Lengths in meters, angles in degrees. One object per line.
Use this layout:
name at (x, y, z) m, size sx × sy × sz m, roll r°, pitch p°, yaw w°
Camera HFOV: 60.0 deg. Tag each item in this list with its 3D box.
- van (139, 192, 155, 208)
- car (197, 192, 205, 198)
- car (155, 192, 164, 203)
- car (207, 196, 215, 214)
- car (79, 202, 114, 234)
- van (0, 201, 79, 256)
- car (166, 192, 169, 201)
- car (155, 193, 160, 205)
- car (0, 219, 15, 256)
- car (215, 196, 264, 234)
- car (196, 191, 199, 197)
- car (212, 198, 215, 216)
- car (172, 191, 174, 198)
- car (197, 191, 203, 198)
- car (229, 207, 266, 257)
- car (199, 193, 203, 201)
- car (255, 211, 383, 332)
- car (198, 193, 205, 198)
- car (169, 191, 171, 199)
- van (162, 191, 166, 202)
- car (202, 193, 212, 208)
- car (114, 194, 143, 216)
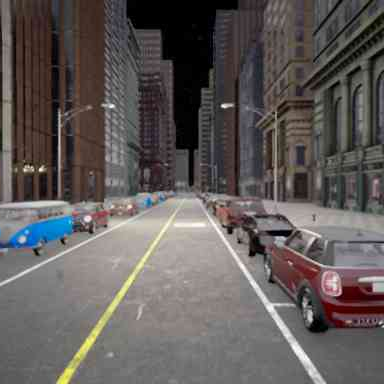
van at (-5.914, 1.042, 40.524) m, size 1.690 × 1.788 × 3.998 m, roll 0°, pitch 0°, yaw 0°
car at (2.420, 0.782, 91.290) m, size 1.967 × 1.590 × 4.097 m, roll 0°, pitch 0°, yaw 0°
car at (-5.956, 1.170, 51.798) m, size 2.008 × 1.369 × 4.403 m, roll 0°, pitch 0°, yaw 0°
car at (2.654, 1.345, 29.293) m, size 1.947 × 1.339 × 4.313 m, roll 0°, pitch 0°, yaw 0°
car at (-5.829, 1.308, 17.979) m, size 1.967 × 1.590 × 4.097 m, roll 0°, pitch 0°, yaw 0°
van at (-5.809, 1.251, 12.341) m, size 1.690 × 1.788 × 3.998 m, roll 0°, pitch 0°, yaw 0°
car at (-5.999, 0.981, 63.070) m, size 1.967 × 1.590 × 4.097 m, roll 0°, pitch 0°, yaw 0°
car at (-5.934, 1.186, 45.992) m, size 1.752 × 1.417 × 4.829 m, roll 0°, pitch 0°, yaw 0°
car at (-5.787, 1.497, 6.706) m, size 1.887 × 1.381 × 4.507 m, roll 0°, pitch 0°, yaw 0°
car at (2.695, 1.178, 18.019) m, size 2.192 × 1.841 × 5.009 m, roll 0°, pitch 0°, yaw 0°
car at (2.463, 1.000, 80.018) m, size 1.802 × 1.307 × 4.206 m, roll 0°, pitch 0°, yaw 0°
car at (2.675, 1.366, 23.657) m, size 1.887 × 1.381 × 4.507 m, roll 0°, pitch 0°, yaw 0°
car at (-6.062, 0.988, 79.980) m, size 1.947 × 1.339 × 4.313 m, roll 0°, pitch 0°, yaw 0°
car at (2.506, 1.078, 68.746) m, size 1.802 × 1.307 × 4.206 m, roll 0°, pitch 0°, yaw 0°
car at (2.717, 1.471, 12.384) m, size 1.947 × 1.339 × 4.313 m, roll 0°, pitch 0°, yaw 0°
car at (2.569, 1.180, 51.837) m, size 1.947 × 1.339 × 4.313 m, roll 0°, pitch 0°, yaw 0°
car at (2.738, 1.387, 6.747) m, size 1.967 × 1.590 × 4.097 m, roll 0°, pitch 0°, yaw 0°
car at (2.442, 0.961, 85.655) m, size 1.802 × 1.307 × 4.206 m, roll 0°, pitch 0°, yaw 0°
car at (-6.021, 0.816, 68.706) m, size 2.192 × 1.841 × 5.009 m, roll 0°, pitch 0°, yaw 0°
van at (-5.978, 0.921, 57.433) m, size 1.690 × 1.788 × 3.998 m, roll 0°, pitch 0°, yaw 0°
car at (2.611, 1.136, 40.564) m, size 1.967 × 1.590 × 4.097 m, roll 0°, pitch 0°, yaw 0°
car at (-5.872, 1.224, 29.252) m, size 1.967 × 1.590 × 4.097 m, roll 0°, pitch 0°, yaw 0°
